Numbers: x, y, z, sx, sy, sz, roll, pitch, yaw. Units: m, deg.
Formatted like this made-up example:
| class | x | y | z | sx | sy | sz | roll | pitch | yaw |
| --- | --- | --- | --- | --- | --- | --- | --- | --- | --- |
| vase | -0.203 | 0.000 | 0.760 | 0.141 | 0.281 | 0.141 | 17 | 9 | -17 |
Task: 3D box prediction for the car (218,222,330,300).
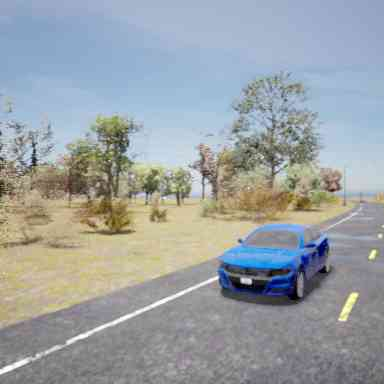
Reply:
| class | x | y | z | sx | sy | sz | roll | pitch | yaw |
| --- | --- | --- | --- | --- | --- | --- | --- | --- | --- |
| car | 2.485 | 1.650 | 9.193 | 1.882 | 1.535 | 5.008 | -1 | -1 | 32 |
